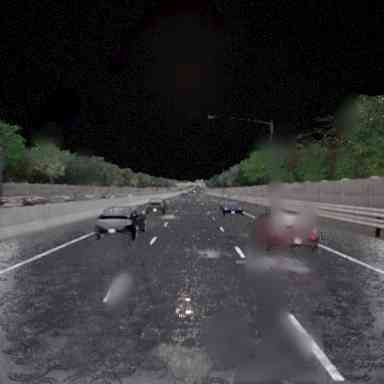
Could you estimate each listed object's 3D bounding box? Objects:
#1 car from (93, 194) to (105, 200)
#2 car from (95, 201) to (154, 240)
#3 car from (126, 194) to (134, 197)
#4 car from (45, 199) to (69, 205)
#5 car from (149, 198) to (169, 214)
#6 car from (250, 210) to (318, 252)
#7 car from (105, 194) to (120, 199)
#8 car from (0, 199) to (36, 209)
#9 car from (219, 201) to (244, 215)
[{"bbox_3d":[-20.985,1.239,75.537,2.033,1.411,5.357,0,0,0],"label":"car"},{"bbox_3d":[-3.396,1.425,16.528,2.128,1.511,4.902,0,0,0],"label":"car"},{"bbox_3d":[-13.985,1.223,75.535,1.812,1.442,4.674,0,0,0],"label":"car"},{"bbox_3d":[-14.082,1.430,35.173,1.994,1.385,4.181,0,0,0],"label":"car"},{"bbox_3d":[-3.393,1.378,32.875,1.837,1.490,4.892,0,0,0],"label":"car"},{"bbox_3d":[3.603,1.471,13.526,1.812,1.442,4.674,0,0,0],"label":"car"},{"bbox_3d":[-17.485,1.225,75.119,2.128,1.511,4.902,0,0,0],"label":"car"},{"bbox_3d":[-17.584,1.435,33.760,1.994,1.385,4.181,0,0,0],"label":"car"},{"bbox_3d":[3.607,1.479,31.441,1.895,1.301,4.718,0,0,0],"label":"car"}]
